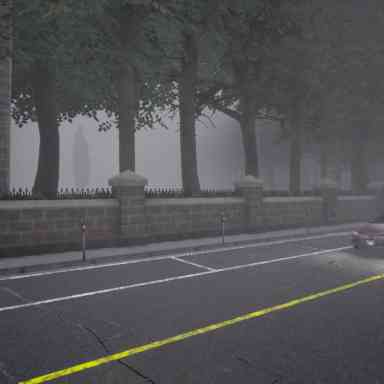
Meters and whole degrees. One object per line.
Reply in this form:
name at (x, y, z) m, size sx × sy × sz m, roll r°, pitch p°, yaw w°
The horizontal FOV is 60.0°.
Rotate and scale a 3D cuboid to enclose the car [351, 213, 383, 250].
car at (8.197, 1.521, 13.087) m, size 4.674 × 1.442 × 1.812 m, roll 0°, pitch 0°, yaw -35°
